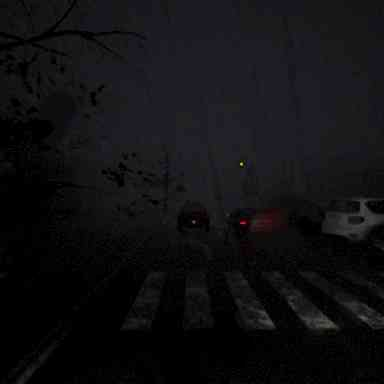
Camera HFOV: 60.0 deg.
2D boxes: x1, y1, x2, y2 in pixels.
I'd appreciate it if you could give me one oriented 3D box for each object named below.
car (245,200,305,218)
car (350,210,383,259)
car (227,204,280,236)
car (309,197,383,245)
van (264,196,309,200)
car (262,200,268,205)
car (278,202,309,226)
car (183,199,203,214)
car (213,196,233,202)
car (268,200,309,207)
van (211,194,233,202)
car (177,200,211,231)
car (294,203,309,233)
[{"bbox_3d":[7.893,1.563,31.730,5.366,1.575,1.946,1,0,-20],"label":"car"},{"bbox_3d":[8.078,1.494,10.916,4.892,1.521,2.231,1,0,-20],"label":"car"},{"bbox_3d":[3.097,1.569,18.625,2.033,1.411,5.357,0,0,0],"label":"car"},{"bbox_3d":[8.097,1.247,13.918,5.566,2.045,2.435,1,0,-20],"label":"car"},{"bbox_3d":[7.960,1.328,28.772,4.442,1.987,1.878,1,0,-20],"label":"van"},{"bbox_3d":[8.092,1.572,25.844,4.792,1.488,2.163,1,-1,-20],"label":"car"},{"bbox_3d":[8.060,1.518,19.867,4.892,1.521,2.231,1,0,-20],"label":"car"},{"bbox_3d":[0.066,1.598,37.612,2.128,1.511,4.902,0,0,-1],"label":"car"},{"bbox_3d":[8.053,1.868,87.056,4.674,1.452,2.002,1,-2,-20],"label":"car"},{"bbox_3d":[8.240,1.528,22.914,5.366,1.575,1.946,1,-1,-20],"label":"car"},{"bbox_3d":[7.952,1.517,84.040,4.442,1.987,1.878,1,-1,-20],"label":"van"},{"bbox_3d":[0.098,1.507,20.838,1.882,1.535,5.008,0,0,0],"label":"car"},{"bbox_3d":[8.073,1.506,16.882,5.008,1.535,2.097,1,0,-20],"label":"car"}]
